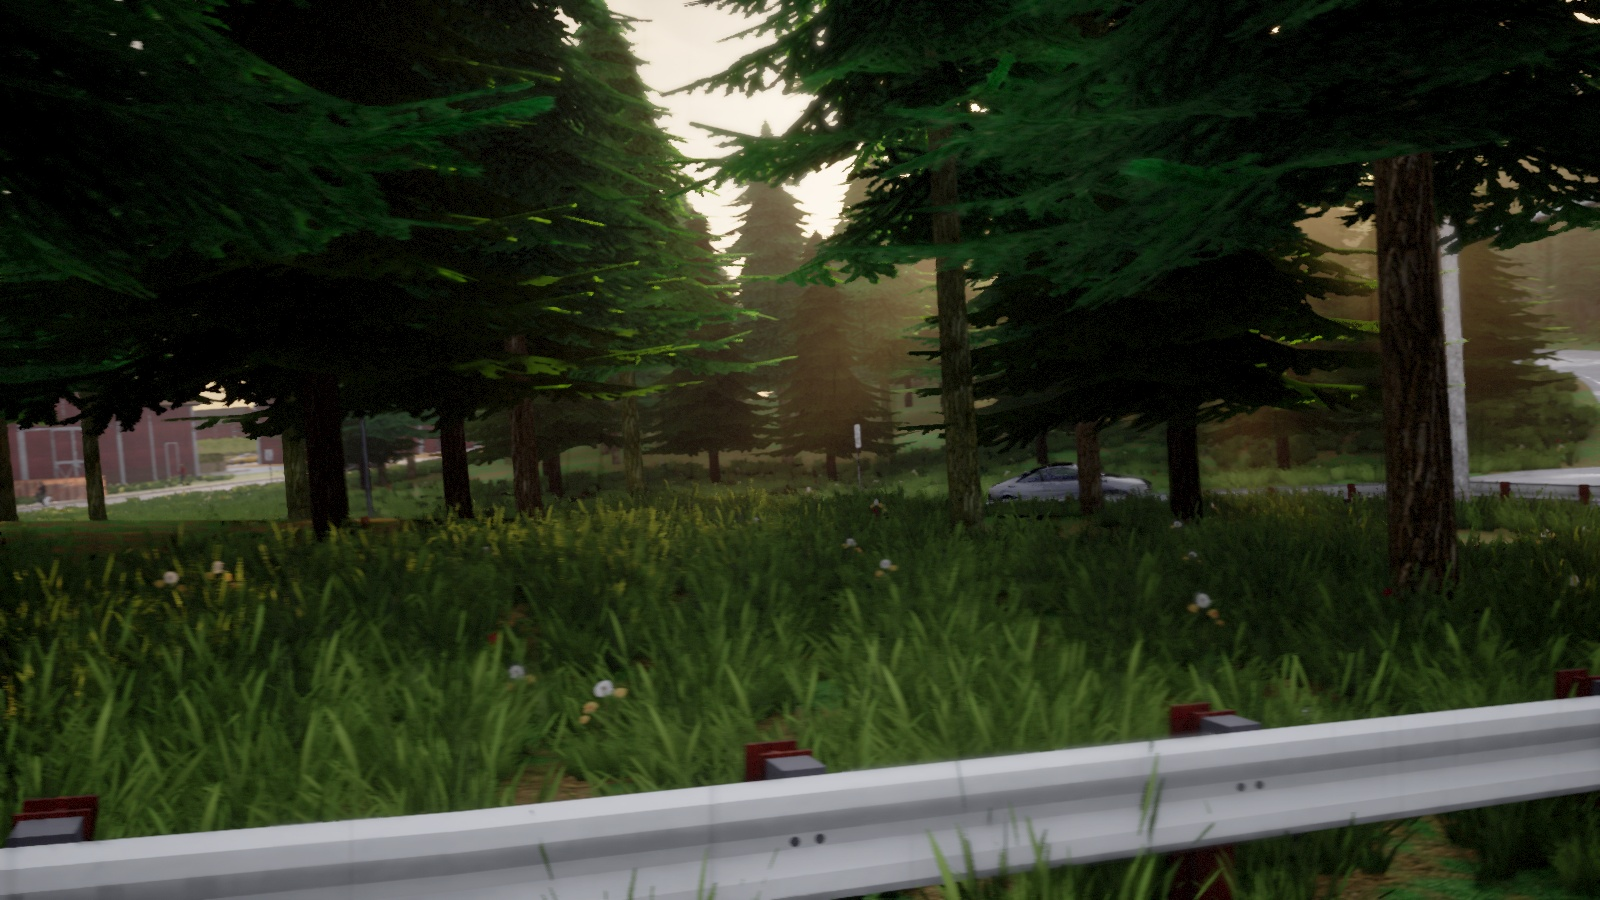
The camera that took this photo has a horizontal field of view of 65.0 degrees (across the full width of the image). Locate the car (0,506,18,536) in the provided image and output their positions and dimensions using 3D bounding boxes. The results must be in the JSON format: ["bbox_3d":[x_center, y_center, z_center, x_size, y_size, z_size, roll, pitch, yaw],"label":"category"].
[{"bbox_3d":[-45.261,4.133,67.688,2.128,1.511,4.902,-5,2,18],"label":"car"}]

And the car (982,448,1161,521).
[{"bbox_3d":[6.912,0.868,31.863,4.181,1.385,1.994,-5,2,18],"label":"car"}]
